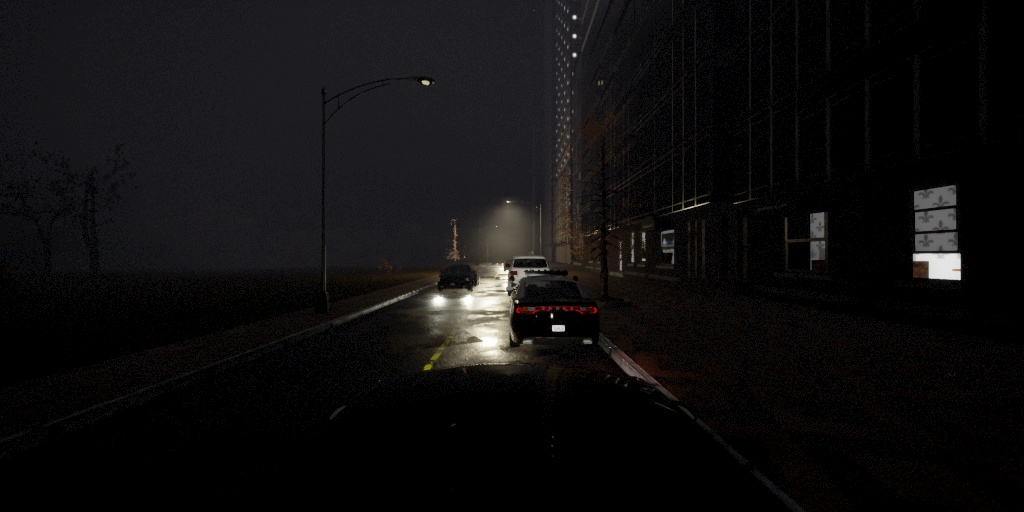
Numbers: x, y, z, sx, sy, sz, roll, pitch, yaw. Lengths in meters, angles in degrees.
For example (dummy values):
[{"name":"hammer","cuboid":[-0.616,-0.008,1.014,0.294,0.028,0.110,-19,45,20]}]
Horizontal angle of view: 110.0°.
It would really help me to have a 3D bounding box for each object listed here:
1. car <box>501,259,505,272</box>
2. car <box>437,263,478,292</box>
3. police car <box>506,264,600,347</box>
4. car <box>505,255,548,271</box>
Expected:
[{"name":"car","cuboid":[-0.085,1.226,47.546,1.882,1.535,5.008,0,0,0]},{"name":"car","cuboid":[-3.147,1.227,21.470,1.882,1.535,5.008,0,0,0]},{"name":"police car","cuboid":[0.881,1.175,9.430,1.930,1.638,5.238,0,0,0]},{"name":"car","cuboid":[0.857,0.975,19.351,2.150,2.045,5.566,0,0,0]}]
